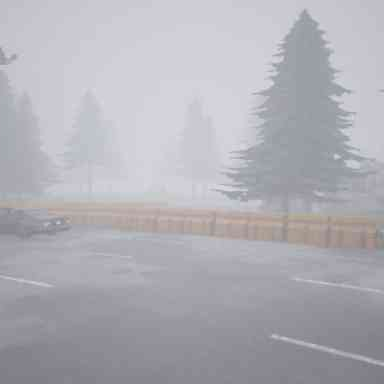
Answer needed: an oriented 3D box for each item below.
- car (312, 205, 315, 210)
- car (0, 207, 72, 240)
[{"bbox_3d":[12.795,1.278,36.259,4.902,1.511,2.128,0,0,-14],"label":"car"},{"bbox_3d":[-8.404,1.429,15.998,5.357,1.411,2.033,0,0,21],"label":"car"}]
